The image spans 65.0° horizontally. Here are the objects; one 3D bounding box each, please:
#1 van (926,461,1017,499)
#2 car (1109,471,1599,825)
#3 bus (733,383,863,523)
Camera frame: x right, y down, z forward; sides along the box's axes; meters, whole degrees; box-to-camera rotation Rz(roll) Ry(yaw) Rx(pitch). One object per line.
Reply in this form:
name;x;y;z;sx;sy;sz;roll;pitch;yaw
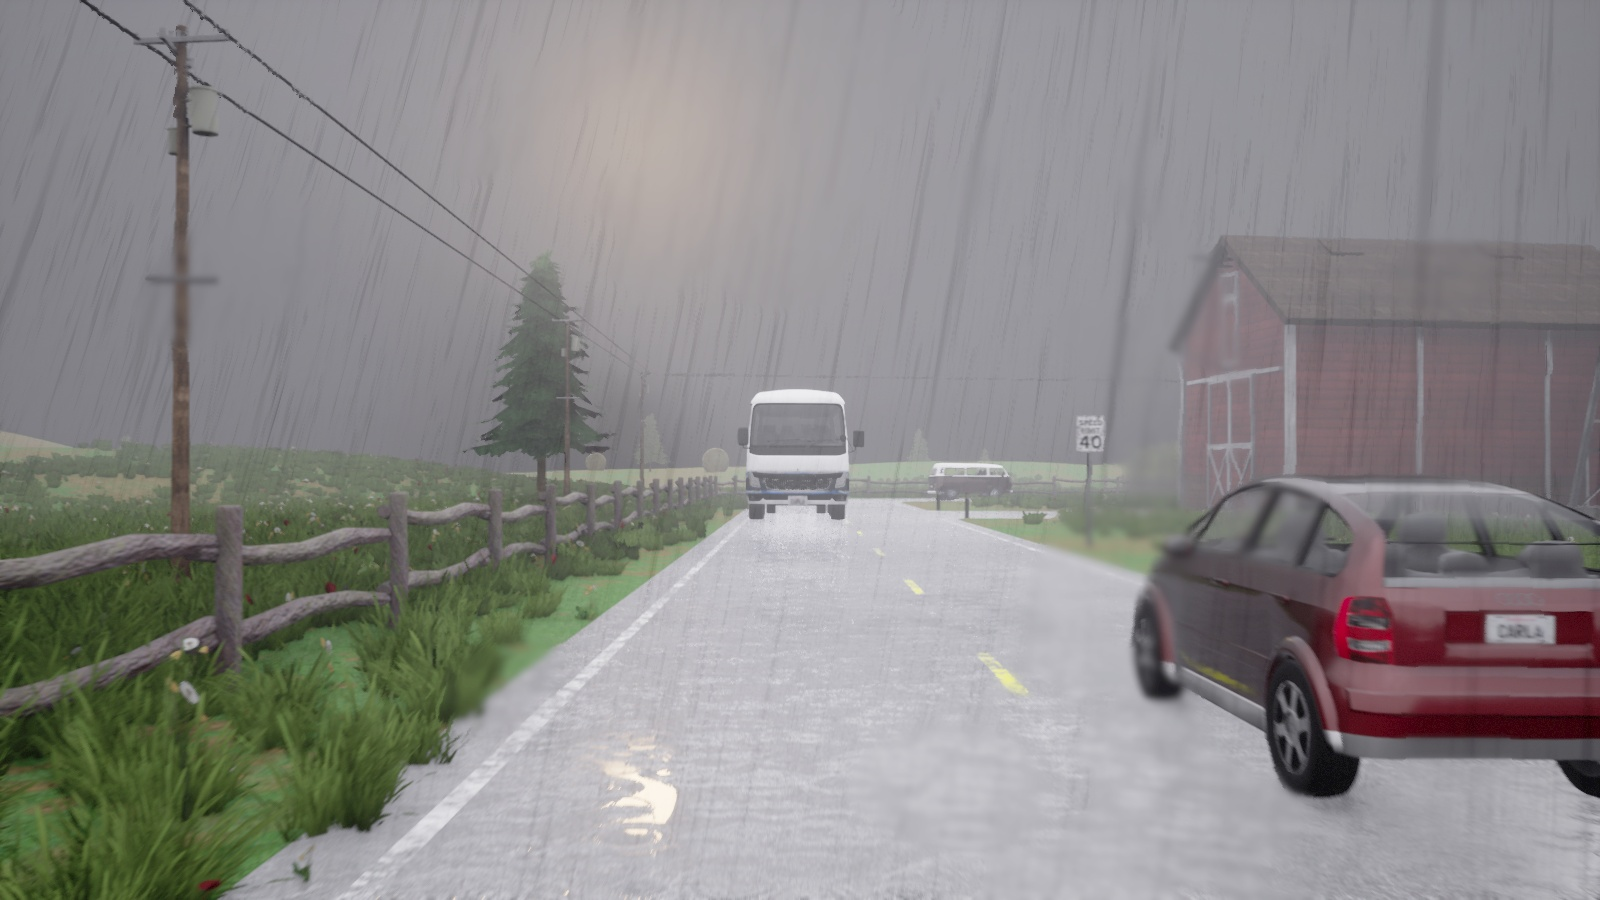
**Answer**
van;9.323;1.654;68.392;4.480;2.038;2.069;0;-2;-9
car;3.182;0.905;7.403;1.789;1.549;3.705;0;-1;0
bus;-0.105;0.169;43.302;3.944;4.253;10.273;0;-1;0
